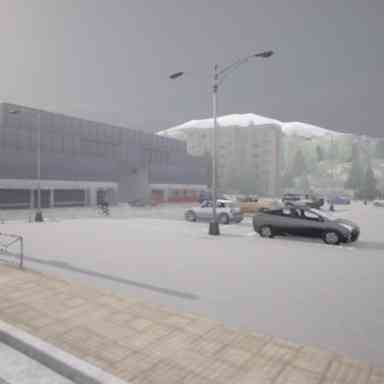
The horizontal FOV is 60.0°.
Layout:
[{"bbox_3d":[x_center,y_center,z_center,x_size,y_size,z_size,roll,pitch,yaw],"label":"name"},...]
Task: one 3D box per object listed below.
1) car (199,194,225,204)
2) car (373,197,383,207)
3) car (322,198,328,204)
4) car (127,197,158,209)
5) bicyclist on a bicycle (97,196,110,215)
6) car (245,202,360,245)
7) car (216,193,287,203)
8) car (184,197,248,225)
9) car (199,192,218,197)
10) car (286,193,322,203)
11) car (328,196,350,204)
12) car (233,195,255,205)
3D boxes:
[{"bbox_3d":[3.415,1.128,55.974,2.128,1.511,4.902,1,1,35],"label":"car"},{"bbox_3d":[28.762,1.514,48.831,3.806,1.475,1.970,1,1,35],"label":"car"},{"bbox_3d":[13.572,1.131,40.477,4.605,1.855,1.932,1,1,35],"label":"car"},{"bbox_3d":[-6.275,1.360,42.489,1.994,1.385,4.181,1,1,35],"label":"car"},{"bbox_3d":[-7.466,1.193,27.889,1.656,1.620,0.582,1,0,35],"label":"bicyclist on a bicycle"},{"bbox_3d":[4.999,1.432,14.949,4.514,1.523,2.007,1,1,35],"label":"car"},{"bbox_3d":[4.822,1.193,27.435,5.027,1.636,2.152,1,1,35],"label":"car"},{"bbox_3d":[1.371,1.276,22.015,3.806,1.475,1.970,1,1,35],"label":"car"},{"bbox_3d":[3.111,1.062,49.439,2.150,2.045,5.566,1,0,37],"label":"car"},{"bbox_3d":[12.227,1.116,37.869,3.866,1.878,1.905,1,1,35],"label":"car"},{"bbox_3d":[24.436,1.409,55.556,3.633,1.501,1.845,1,1,35],"label":"car"},{"bbox_3d":[9.161,1.368,58.027,1.812,1.442,4.674,1,1,35],"label":"car"}]
